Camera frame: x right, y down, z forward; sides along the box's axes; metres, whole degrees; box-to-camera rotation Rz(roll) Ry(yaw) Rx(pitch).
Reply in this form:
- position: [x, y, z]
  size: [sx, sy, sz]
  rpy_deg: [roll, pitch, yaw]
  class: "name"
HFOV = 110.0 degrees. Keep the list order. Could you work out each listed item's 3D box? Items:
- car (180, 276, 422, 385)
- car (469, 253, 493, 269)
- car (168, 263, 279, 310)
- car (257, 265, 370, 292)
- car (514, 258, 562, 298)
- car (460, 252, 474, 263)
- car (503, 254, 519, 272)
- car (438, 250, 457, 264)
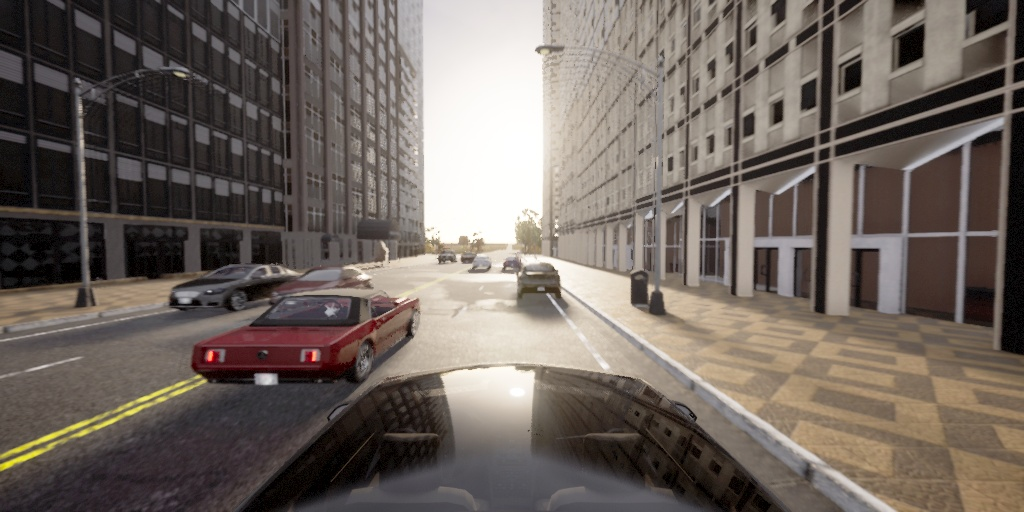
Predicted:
- position: [-3.151, 1.265, 6.826]
  size: [1.895, 1.301, 4.718]
  rpy_deg: [0, 1, 0]
  class: "car"
- position: [-3.149, 0.647, 38.503]
  size: [1.812, 1.442, 4.674]
  rpy_deg: [0, 1, 0]
  class: "car"
- position: [-9.846, 1.047, 13.248]
  size: [2.128, 1.511, 4.902]
  rpy_deg: [0, 1, 0]
  class: "car"
- position: [-6.597, 1.084, 13.020]
  size: [1.812, 1.442, 4.674]
  rpy_deg: [0, 1, 0]
  class: "car"
- position: [1.138, 1.006, 16.412]
  size: [1.837, 1.490, 4.892]
  rpy_deg: [0, 1, 0]
  class: "car"
- position: [-6.560, 0.192, 54.488]
  size: [2.097, 1.767, 4.553]
  rpy_deg: [0, 1, 0]
  class: "car"
- position: [0.024, 0.671, 37.117]
  size: [1.812, 1.442, 4.674]
  rpy_deg: [0, 1, 1]
  class: "car"
- position: [-9.794, 0.054, 54.706]
  size: [2.150, 2.045, 5.566]
  rpy_deg: [0, 1, 1]
  class: "car"
